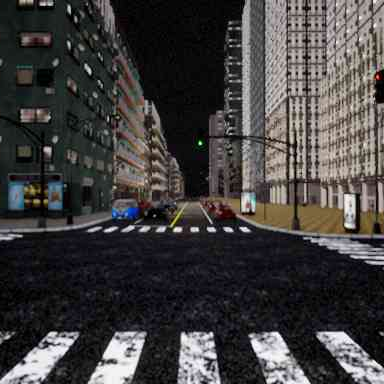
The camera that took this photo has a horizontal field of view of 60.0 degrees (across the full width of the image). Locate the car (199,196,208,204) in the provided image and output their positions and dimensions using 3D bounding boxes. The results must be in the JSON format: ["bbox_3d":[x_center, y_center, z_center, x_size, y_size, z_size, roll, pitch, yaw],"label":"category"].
[{"bbox_3d":[2.874,1.917,83.306,2.192,1.841,5.009,0,0,0],"label":"car"}]

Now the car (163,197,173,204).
[{"bbox_3d":[-5.519,2.000,77.796,1.967,1.590,4.097,0,0,0],"label":"car"}]

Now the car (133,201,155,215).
[{"bbox_3d":[-5.602,1.816,39.104,1.887,1.381,4.507,0,0,0],"label":"car"}]

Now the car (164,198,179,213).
[{"bbox_3d":[-3.018,1.763,39.092,2.128,1.511,4.902,0,0,0],"label":"car"}]

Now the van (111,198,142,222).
[{"bbox_3d":[-5.623,1.534,28.050,1.690,1.788,3.998,0,0,0],"label":"van"}]

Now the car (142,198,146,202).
[{"bbox_3d":[-5.612,1.547,33.577,2.192,1.841,5.009,0,0,0],"label":"car"}]

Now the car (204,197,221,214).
[{"bbox_3d":[2.780,1.711,39.086,1.967,1.590,4.097,0,0,0],"label":"car"}]

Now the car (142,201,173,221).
[{"bbox_3d":[-3.039,1.764,29.068,1.994,1.385,4.181,0,0,0],"label":"car"}]

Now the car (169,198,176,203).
[{"bbox_3d":[-5.485,2.256,94.377,1.947,1.339,4.313,0,0,0],"label":"car"}]

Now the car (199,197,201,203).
[{"bbox_3d":[2.838,2.026,66.722,2.008,1.369,4.403,0,0,0],"label":"car"}]

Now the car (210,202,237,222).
[{"bbox_3d":[2.756,1.775,28.029,1.802,1.307,4.206,0,0,0],"label":"car"}]

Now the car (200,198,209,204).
[{"bbox_3d":[2.861,2.142,77.776,1.802,1.307,4.206,0,0,0],"label":"car"}]

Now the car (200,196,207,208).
[{"bbox_3d":[2.815,1.831,55.668,1.967,1.590,4.097,0,0,0],"label":"car"}]

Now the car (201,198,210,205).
[{"bbox_3d":[2.849,2.062,72.249,1.887,1.381,4.507,0,0,0],"label":"car"}]
